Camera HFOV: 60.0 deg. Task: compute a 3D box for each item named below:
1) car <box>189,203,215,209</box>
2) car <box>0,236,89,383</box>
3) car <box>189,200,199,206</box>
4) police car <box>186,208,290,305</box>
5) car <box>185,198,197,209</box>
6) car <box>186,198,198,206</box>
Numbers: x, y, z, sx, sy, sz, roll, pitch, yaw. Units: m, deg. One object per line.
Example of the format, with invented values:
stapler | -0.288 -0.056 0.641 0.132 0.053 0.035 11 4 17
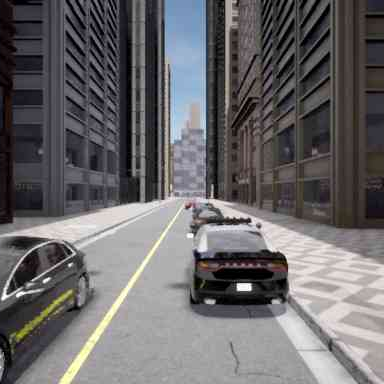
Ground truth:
car | 0.896 1.554 18.192 1.812 1.442 4.674 0 0 0
car | -3.002 1.511 4.948 1.837 1.490 4.892 0 0 0
car | 0.894 1.546 24.192 1.837 1.490 4.892 0 0 0
police car | 0.897 1.436 8.302 1.930 1.638 5.238 0 0 0
car | 0.027 1.697 45.947 1.895 1.301 4.718 0 0 0
car | -0.010 1.706 58.971 1.994 1.385 4.181 0 0 0
